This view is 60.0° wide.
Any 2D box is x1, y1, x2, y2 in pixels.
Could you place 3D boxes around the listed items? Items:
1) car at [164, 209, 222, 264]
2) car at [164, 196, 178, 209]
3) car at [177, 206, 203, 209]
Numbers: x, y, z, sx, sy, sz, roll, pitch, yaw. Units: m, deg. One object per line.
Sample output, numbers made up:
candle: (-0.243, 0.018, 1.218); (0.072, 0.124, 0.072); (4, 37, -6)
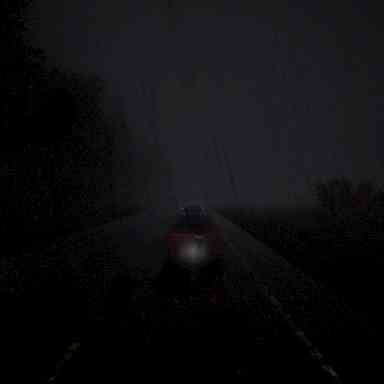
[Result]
car: (0.054, 1.608, 12.312); (2.128, 1.511, 4.902); (0, 0, 1)
car: (-3.524, 1.734, 56.631); (2.150, 2.045, 5.566); (0, 0, 1)
car: (0.066, 1.819, 27.441); (1.994, 1.385, 4.181); (0, 0, 1)
